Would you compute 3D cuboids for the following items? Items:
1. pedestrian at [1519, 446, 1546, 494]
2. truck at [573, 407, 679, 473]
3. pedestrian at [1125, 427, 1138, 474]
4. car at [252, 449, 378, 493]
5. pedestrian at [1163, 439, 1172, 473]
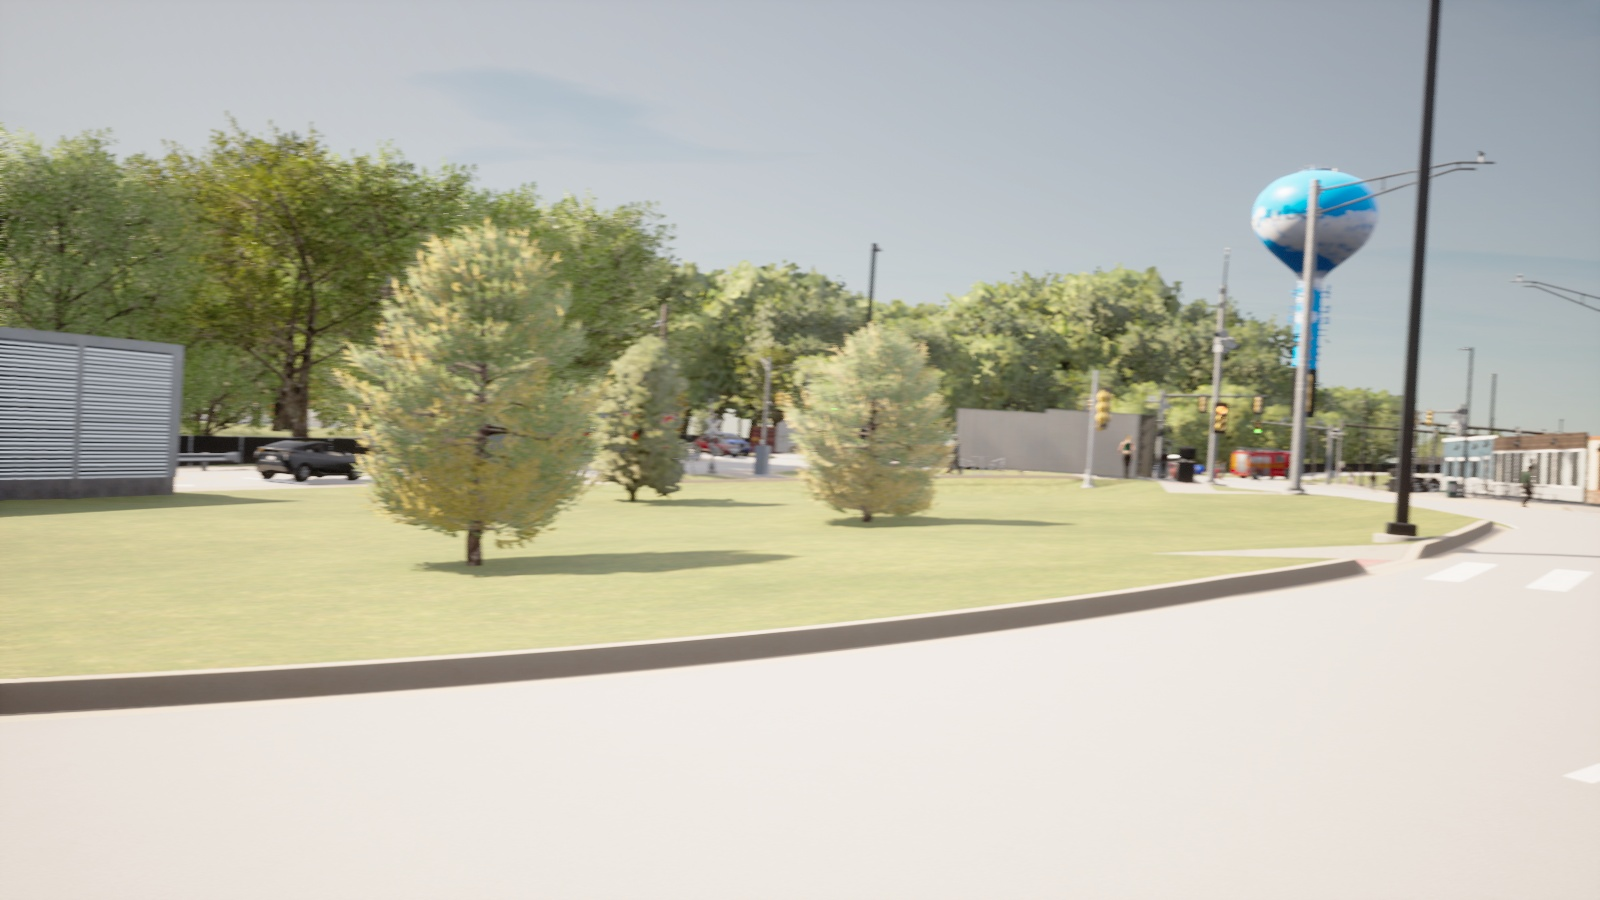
[{"bbox_3d":[30.454,0.848,52.201,0.788,1.949,0.423,3,0,11],"label":"pedestrian"},{"bbox_3d":[-10.808,-0.629,79.034,2.891,3.827,8.468,2,1,20],"label":"truck"},{"bbox_3d":[13.139,0.015,49.821,0.345,1.836,0.594,3,0,6],"label":"pedestrian"},{"bbox_3d":[-18.453,0.764,48.024,2.007,1.525,4.514,3,1,19],"label":"car"},{"bbox_3d":[21.083,0.350,72.017,0.402,1.930,0.666,3,-1,15],"label":"pedestrian"}]
